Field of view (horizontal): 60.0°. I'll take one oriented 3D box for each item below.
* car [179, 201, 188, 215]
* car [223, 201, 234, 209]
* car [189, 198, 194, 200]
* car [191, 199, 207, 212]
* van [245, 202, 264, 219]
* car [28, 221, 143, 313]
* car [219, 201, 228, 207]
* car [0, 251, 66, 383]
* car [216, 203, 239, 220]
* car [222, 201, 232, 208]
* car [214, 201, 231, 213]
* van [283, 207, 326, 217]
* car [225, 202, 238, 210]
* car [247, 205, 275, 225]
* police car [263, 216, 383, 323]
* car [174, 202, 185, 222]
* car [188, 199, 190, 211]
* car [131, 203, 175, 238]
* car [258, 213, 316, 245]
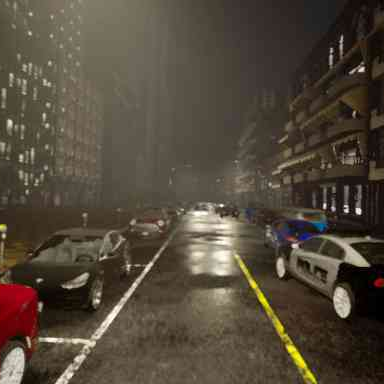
[{"bbox_3d":[-1.802,1.945,35.354,2.008,1.369,4.403,2,-1,2],"label":"car"},{"bbox_3d":[7.525,2.684,68.400,1.752,1.417,4.829,2,-1,2],"label":"car"},{"bbox_3d":[-0.380,2.690,85.035,1.947,1.339,4.313,2,-1,2],"label":"car"},{"bbox_3d":[1.308,2.183,49.822,2.128,1.511,4.902,2,-1,2],"label":"car"},{"bbox_3d":[6.578,2.017,35.112,1.690,1.788,3.998,2,-1,2],"label":"van"},{"bbox_3d":[-2.593,1.575,7.754,1.947,1.339,4.313,2,-1,2],"label":"car"},{"bbox_3d":[7.992,2.951,84.791,1.887,1.381,4.507,2,-1,2],"label":"car"},{"bbox_3d":[-2.750,1.480,2.234,1.887,1.381,4.507,2,-1,2],"label":"car"},{"bbox_3d":[3.956,2.199,35.906,1.895,1.301,4.718,2,-1,2],"label":"car"},{"bbox_3d":[7.682,2.767,73.921,1.752,1.417,4.829,2,-1,2],"label":"car"},{"bbox_3d":[4.206,2.306,46.142,1.994,1.385,4.181,2,-1,2],"label":"car"},{"bbox_3d":[6.103,1.784,18.553,1.690,1.788,3.998,2,-1,2],"label":"van"},{"bbox_3d":[7.361,2.640,62.710,1.947,1.339,4.313,2,-1,2],"label":"car"},{"bbox_3d":[6.413,2.143,29.589,1.887,1.381,4.507,2,-1,2],"label":"car"},{"bbox_3d":[3.572,1.646,7.915,1.930,1.638,5.238,2,-1,-7],"label":"police car"},{"bbox_3d":[-1.960,1.867,29.833,2.008,1.369,4.403,2,-1,2],"label":"car"},{"bbox_3d":[-1.640,1.913,40.876,1.967,1.590,4.097,2,-1,2],"label":"car"},{"bbox_3d":[-2.272,1.601,18.796,1.967,1.590,4.097,2,-1,2],"label":"car"},{"bbox_3d":[4.177,1.844,13.889,1.812,1.442,4.674,2,-1,2],"label":"car"}]
